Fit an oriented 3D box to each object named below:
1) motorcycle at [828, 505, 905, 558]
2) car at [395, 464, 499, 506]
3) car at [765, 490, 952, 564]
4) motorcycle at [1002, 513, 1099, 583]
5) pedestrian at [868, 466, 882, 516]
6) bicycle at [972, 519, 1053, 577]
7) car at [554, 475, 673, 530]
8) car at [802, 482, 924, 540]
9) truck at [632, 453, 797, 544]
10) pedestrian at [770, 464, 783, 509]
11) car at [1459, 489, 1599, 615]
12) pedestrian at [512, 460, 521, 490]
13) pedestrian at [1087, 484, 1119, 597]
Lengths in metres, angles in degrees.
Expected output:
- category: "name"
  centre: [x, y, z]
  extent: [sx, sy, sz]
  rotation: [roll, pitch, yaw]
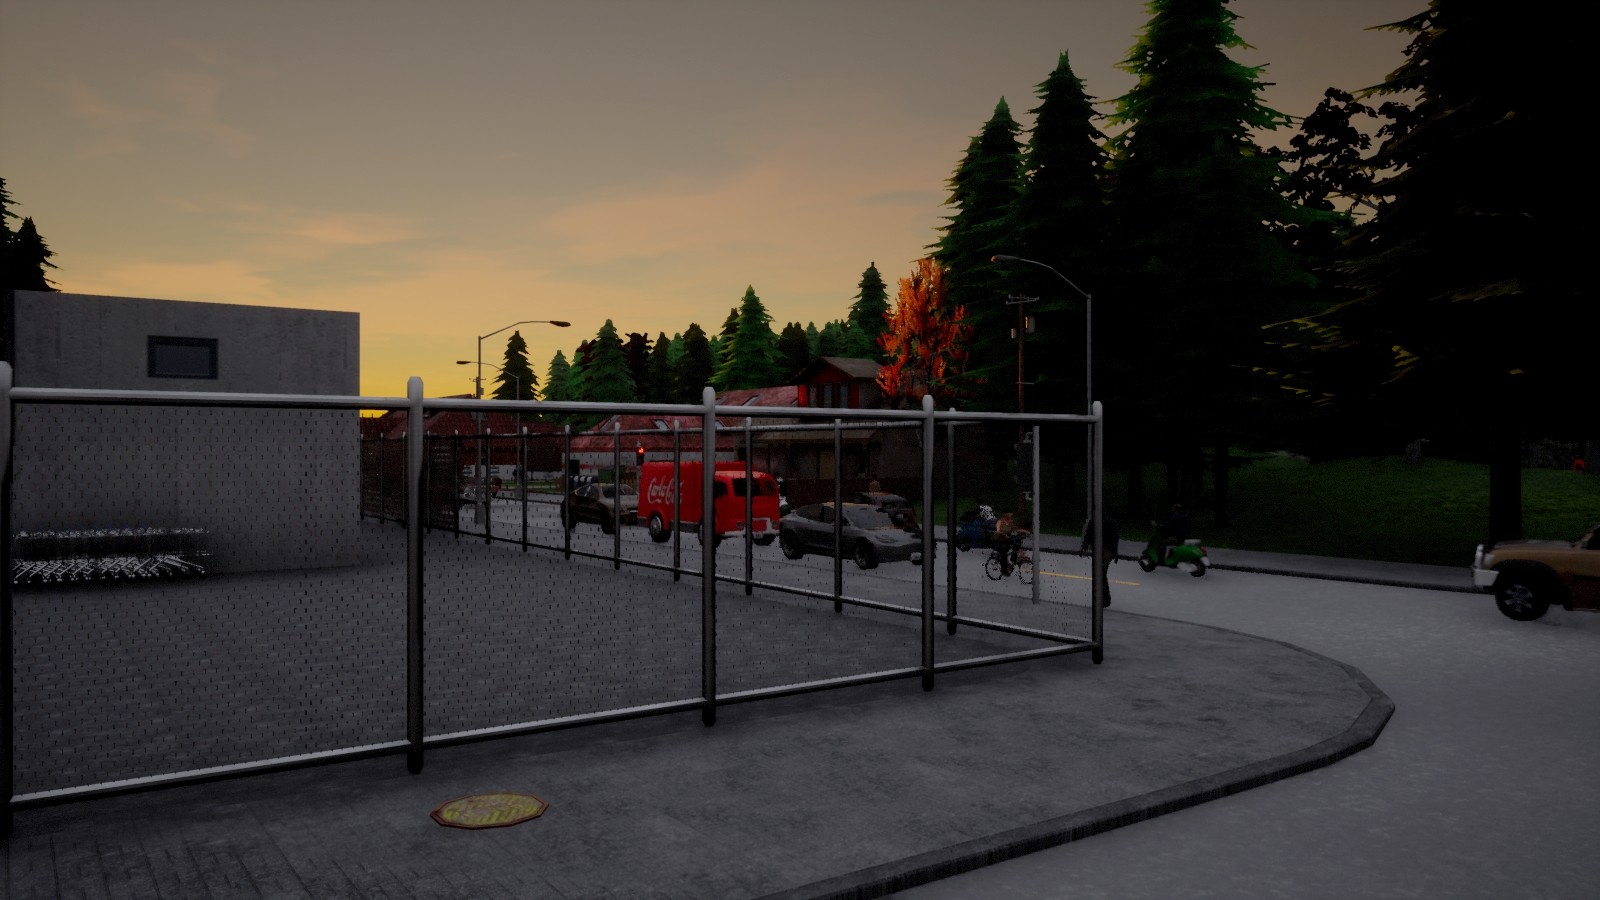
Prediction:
- category: "motorcycle"
  centre: [1.624, 1.990, 28.298]
  extent: [0.803, 1.145, 2.033]
  rotation: [0, 0, -36]
- category: "car"
  centre: [-16.482, 1.640, 53.327]
  extent: [4.605, 1.855, 1.932]
  rotation: [0, -2, 29]
- category: "car"
  centre: [1.350, 1.840, 28.421]
  extent: [2.163, 1.488, 4.792]
  rotation: [0, 0, -35]
- category: "motorcycle"
  centre: [5.049, 1.959, 23.142]
  extent: [0.856, 1.236, 1.805]
  rotation: [0, 0, -35]
- category: "pedestrian"
  centre: [2.801, 1.521, 42.585]
  extent: [0.375, 1.860, 0.375]
  rotation: [0, 0, -32]
- category: "bicycle"
  centre: [4.441, 2.032, 23.979]
  extent: [0.859, 1.080, 1.487]
  rotation: [0, -1, -35]
- category: "car"
  centre: [-6.576, 1.769, 39.829]
  extent: [2.152, 1.651, 5.027]
  rotation: [0, 0, -35]
- category: "car"
  centre: [1.867, 1.802, 34.631]
  extent: [1.789, 1.549, 3.705]
  rotation: [0, 0, -35]
- category: "truck"
  centre: [-2.653, 1.344, 34.157]
  extent: [2.627, 2.467, 5.204]
  rotation: [0, 0, -35]
- category: "pedestrian"
  centre: [-0.983, 1.520, 48.069]
  extent: [0.375, 1.860, 0.375]
  rotation: [0, 0, -36]
- category: "car"
  centre: [13.360, 1.641, 18.417]
  extent: [4.605, 1.855, 1.932]
  rotation: [0, 1, 35]
- category: "pedestrian"
  centre: [-17.306, 1.519, 69.715]
  extent: [0.375, 1.860, 0.375]
  rotation: [0, 0, 14]
- category: "pedestrian"
  centre: [5.113, 1.515, 19.278]
  extent: [0.375, 1.860, 0.375]
  rotation: [0, 0, 45]
